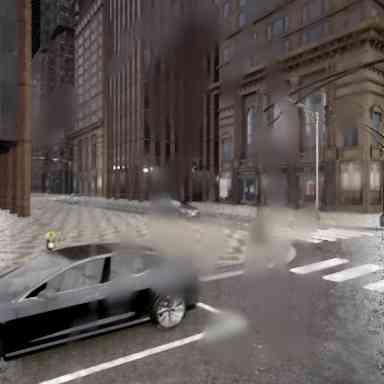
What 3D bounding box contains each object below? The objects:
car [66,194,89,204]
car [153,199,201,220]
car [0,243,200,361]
[{"bbox_3d":[-15.311,0.949,44.571,1.895,1.301,4.718,0,1,-35],"label":"car"},{"bbox_3d":[-1.262,1.239,25.011,1.812,1.442,4.674,0,1,-36],"label":"car"},{"bbox_3d":[-1.844,1.568,5.331,4.313,1.339,1.947,0,0,-35],"label":"car"}]
